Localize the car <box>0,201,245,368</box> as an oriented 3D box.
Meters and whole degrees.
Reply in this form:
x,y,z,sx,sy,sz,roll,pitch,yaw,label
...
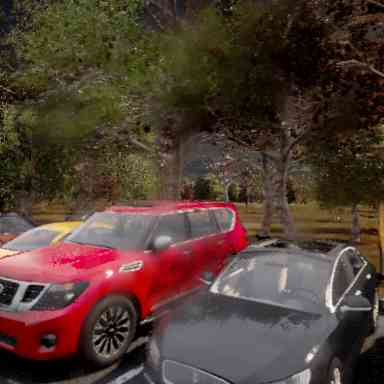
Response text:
x,y,z,sx,sy,sz,roll,pitch,yaw,label
-0.871,1.234,6.347,2.435,2.045,5.566,0,0,35,car

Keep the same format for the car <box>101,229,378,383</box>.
x,y,z,sx,sy,sz,roll,pitch,yaw,label
1.415,1.484,4.759,2.231,1.521,4.892,0,0,35,car
